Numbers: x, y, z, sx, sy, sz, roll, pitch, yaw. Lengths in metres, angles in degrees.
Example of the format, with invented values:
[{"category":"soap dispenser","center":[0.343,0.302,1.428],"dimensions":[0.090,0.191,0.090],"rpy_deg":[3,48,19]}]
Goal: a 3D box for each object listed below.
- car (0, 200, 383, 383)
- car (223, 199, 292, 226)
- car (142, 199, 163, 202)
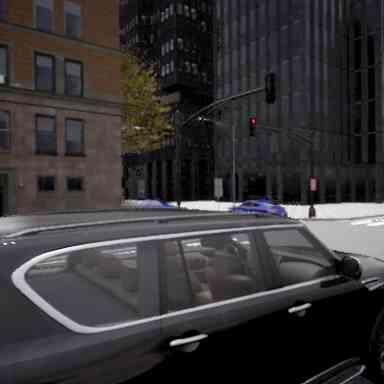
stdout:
[{"category":"car","center":[0.224,1.187,3.598],"dimensions":[5.566,2.045,2.150],"rpy_deg":[-1,1,-36]},{"category":"car","center":[4.242,1.266,22.300],"dimensions":[1.812,1.442,4.674],"rpy_deg":[0,0,-33]},{"category":"car","center":[-3.001,1.309,26.925],"dimensions":[1.812,1.442,4.674],"rpy_deg":[-1,1,-36]}]
